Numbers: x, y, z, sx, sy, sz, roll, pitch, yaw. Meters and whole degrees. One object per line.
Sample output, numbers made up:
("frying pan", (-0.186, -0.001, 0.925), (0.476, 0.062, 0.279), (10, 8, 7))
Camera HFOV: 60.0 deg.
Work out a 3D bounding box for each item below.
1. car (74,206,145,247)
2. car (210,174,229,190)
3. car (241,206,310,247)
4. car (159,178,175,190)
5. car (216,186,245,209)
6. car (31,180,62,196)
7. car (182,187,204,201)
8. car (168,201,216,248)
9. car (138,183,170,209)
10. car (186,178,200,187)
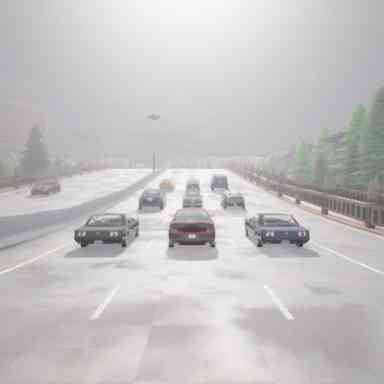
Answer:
("car", (-3.500, 1.547, 14.665), (1.895, 1.301, 4.718), (0, 1, 0))
("car", (3.640, -1.377, 44.727), (2.150, 2.045, 5.566), (0, 7, 0))
("car", (3.500, 1.547, 14.665), (1.895, 1.301, 4.718), (0, 1, 0))
("car", (-3.360, -1.147, 44.754), (1.882, 1.535, 5.008), (0, 7, 0))
("car", (3.555, 0.590, 29.545), (2.128, 1.511, 4.902), (0, 5, 0))
("car", (-17.389, -0.591, 39.745), (2.097, 1.767, 4.553), (0, 7, 0))
("car", (0.056, 0.657, 29.566), (2.033, 1.411, 5.357), (0, 5, 0))
("car", (0.000, 1.415, 14.633), (1.882, 1.535, 5.008), (0, 1, 0))
("car", (-3.445, 0.463, 29.541), (2.097, 1.767, 4.553), (0, 5, 0))
("car", (0.140, -1.099, 44.741), (1.812, 1.442, 4.674), (0, 7, 0))
